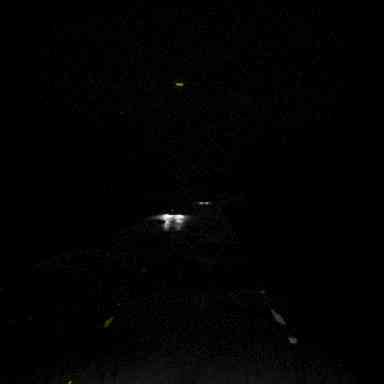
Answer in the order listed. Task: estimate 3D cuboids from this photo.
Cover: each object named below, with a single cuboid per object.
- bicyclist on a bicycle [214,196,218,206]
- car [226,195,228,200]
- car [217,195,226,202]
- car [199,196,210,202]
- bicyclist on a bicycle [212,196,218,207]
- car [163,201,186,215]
[{"bbox_3d":[3.989,1.515,54.867,0.582,1.620,1.656,0,-1,7],"label":"bicyclist on a bicycle"},{"bbox_3d":[9.115,1.555,93.958,1.882,1.535,5.008,0,0,11],"label":"car"},{"bbox_3d":[6.128,1.660,76.765,2.033,1.411,5.357,0,0,9],"label":"car"},{"bbox_3d":[2.867,1.612,75.361,1.994,1.385,4.181,0,0,9],"label":"car"},{"bbox_3d":[3.066,1.504,45.959,0.582,1.620,1.656,0,-1,6],"label":"bicyclist on a bicycle"},{"bbox_3d":[-1.774,1.596,34.839,1.994,1.385,4.181,0,0,4],"label":"car"}]
